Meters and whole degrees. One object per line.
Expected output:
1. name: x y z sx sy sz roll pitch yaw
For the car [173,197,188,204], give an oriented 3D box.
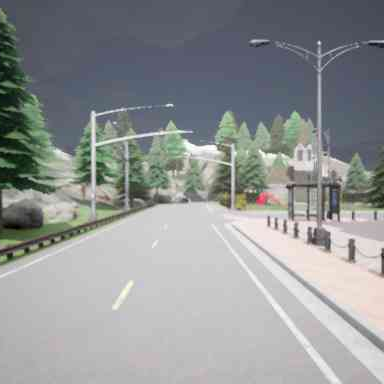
1. car: -2.198 1.658 66.440 2.128 1.511 4.902 0 0 19
